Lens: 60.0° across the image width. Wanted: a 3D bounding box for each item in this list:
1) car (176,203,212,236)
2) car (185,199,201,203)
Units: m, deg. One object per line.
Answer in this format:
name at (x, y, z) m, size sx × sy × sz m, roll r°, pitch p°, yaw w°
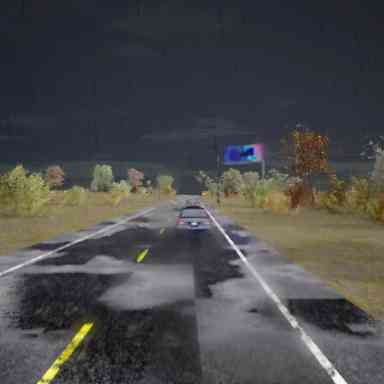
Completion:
car at (0.107, 1.554, 18.322) m, size 2.033 × 1.411 × 5.357 m, roll 0°, pitch 0°, yaw 0°
car at (0.115, 1.568, 42.624) m, size 2.033 × 1.411 × 5.357 m, roll 0°, pitch 0°, yaw 0°
